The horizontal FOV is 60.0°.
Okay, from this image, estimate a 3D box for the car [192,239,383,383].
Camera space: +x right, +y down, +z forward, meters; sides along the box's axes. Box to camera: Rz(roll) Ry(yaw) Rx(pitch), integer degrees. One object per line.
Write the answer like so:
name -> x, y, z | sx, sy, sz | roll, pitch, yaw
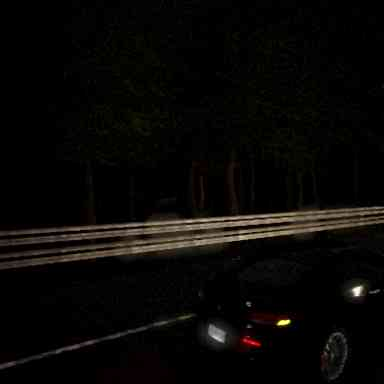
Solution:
car -> 2.163, 1.502, 5.294 | 4.674, 1.442, 1.812 | 0, 0, -36
